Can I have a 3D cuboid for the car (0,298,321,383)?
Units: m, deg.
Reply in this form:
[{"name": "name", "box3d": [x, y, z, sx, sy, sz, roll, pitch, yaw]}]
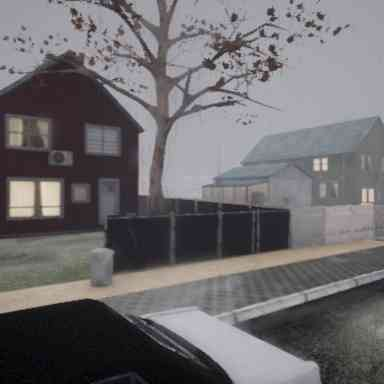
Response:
[{"name": "car", "box3d": [-1.333, 1.602, 2.117, 4.718, 1.301, 1.895, 0, 0, -35]}]
